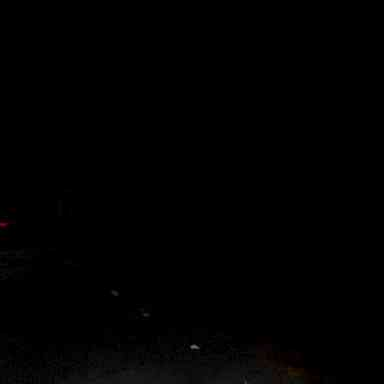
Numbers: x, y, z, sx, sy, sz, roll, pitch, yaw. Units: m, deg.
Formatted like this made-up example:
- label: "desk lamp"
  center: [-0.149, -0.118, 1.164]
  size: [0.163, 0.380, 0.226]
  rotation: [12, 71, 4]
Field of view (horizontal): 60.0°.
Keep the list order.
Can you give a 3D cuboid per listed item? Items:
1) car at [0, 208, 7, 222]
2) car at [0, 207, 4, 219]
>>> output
- label: "car"
  center: [-21.794, 2.589, 37.178]
  size: [2.128, 1.511, 4.902]
  rotation: [0, -2, -32]
- label: "car"
  center: [-27.323, 2.874, 46.039]
  size: [2.128, 1.511, 4.902]
  rotation: [0, -1, -32]
